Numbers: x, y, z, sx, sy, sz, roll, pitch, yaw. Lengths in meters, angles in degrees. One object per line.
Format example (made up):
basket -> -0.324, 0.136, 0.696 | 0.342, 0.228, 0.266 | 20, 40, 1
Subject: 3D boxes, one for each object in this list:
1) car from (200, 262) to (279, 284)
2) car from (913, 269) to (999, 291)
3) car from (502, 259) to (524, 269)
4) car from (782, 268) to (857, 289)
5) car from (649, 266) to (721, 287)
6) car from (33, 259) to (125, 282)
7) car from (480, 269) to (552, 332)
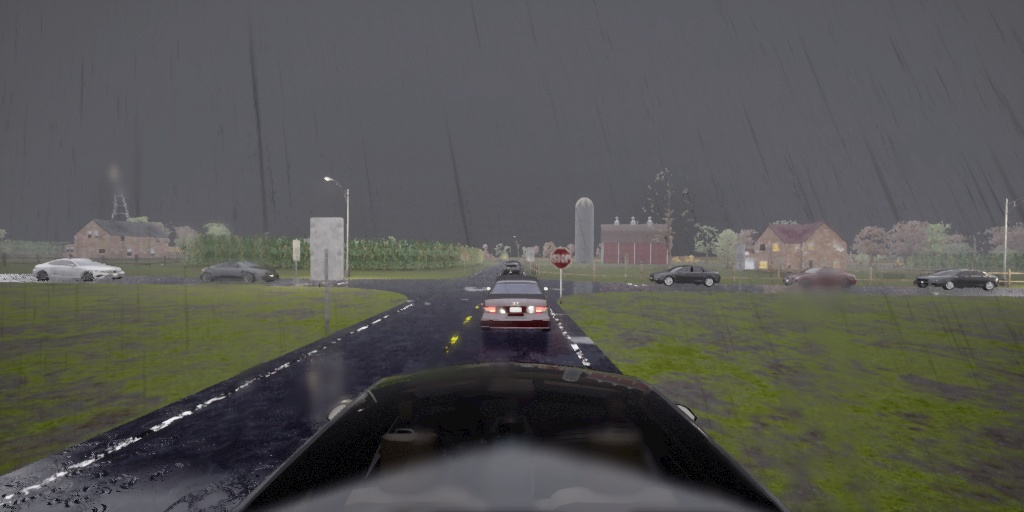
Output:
car -> -17.791, 1.096, 23.569 | 4.181, 1.385, 1.994 | 1, 1, 0
car -> 32.870, 1.719, 26.601 | 4.892, 1.490, 1.837 | 1, 1, 0
car -> 0.078, 1.272, 35.993 | 1.837, 1.490, 4.892 | 1, 0, 4
car -> 22.781, 1.604, 26.594 | 4.674, 1.442, 1.812 | 1, 1, 0
car -> 12.775, 1.445, 26.623 | 4.892, 1.490, 1.837 | 1, 1, 2
car -> -28.411, 0.900, 23.556 | 4.674, 1.442, 1.812 | 1, 1, 0
car -> 0.147, 1.298, 10.851 | 2.033, 1.411, 5.357 | 0, 0, 1
